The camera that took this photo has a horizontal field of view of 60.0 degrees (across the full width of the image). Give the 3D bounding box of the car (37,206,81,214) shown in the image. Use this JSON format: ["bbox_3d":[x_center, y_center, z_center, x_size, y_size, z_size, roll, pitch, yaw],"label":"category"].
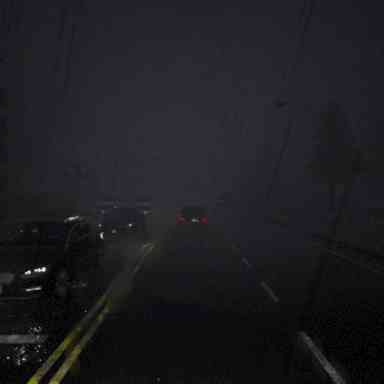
[{"bbox_3d":[-7.087,1.508,17.505,1.837,1.490,4.892,0,0,0],"label":"car"}]

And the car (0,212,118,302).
[{"bbox_3d":[-3.591,1.493,8.443,2.128,1.511,4.902,0,0,0],"label":"car"}]

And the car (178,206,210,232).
[{"bbox_3d":[0.099,1.551,20.005,2.033,1.411,5.357,0,0,0],"label":"car"}]

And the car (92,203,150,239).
[{"bbox_3d":[-3.588,1.529,17.618,1.812,1.442,4.674,0,0,0],"label":"car"}]

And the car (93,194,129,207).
[{"bbox_3d":[-7.051,1.227,29.427,2.150,2.045,5.566,0,0,1],"label":"car"}]

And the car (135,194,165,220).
[{"bbox_3d":[-3.568,1.228,28.453,2.150,2.045,5.566,0,0,0],"label":"car"}]

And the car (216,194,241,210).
[{"bbox_3d":[4.729,1.231,42.914,2.150,2.045,5.566,-1,0,20],"label":"car"}]
